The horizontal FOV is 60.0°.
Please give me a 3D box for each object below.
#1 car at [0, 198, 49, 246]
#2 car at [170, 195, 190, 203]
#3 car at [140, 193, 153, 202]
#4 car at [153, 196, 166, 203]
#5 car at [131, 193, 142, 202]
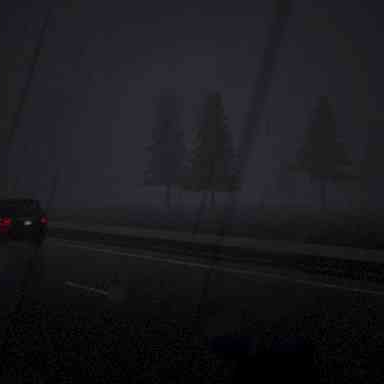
[{"bbox_3d":[-8.374,1.257,14.075,5.566,2.045,2.150,0,0,35],"label":"car"},{"bbox_3d":[-2.359,1.336,68.408,2.097,1.767,4.553,0,0,36],"label":"car"},{"bbox_3d":[-8.189,1.510,72.281,2.033,1.411,5.357,0,0,36],"label":"car"},{"bbox_3d":[-5.369,1.565,70.207,1.895,1.301,4.718,0,0,36],"label":"car"},{"bbox_3d":[-11.044,1.195,74.305,2.150,2.045,5.566,0,0,36],"label":"car"}]
